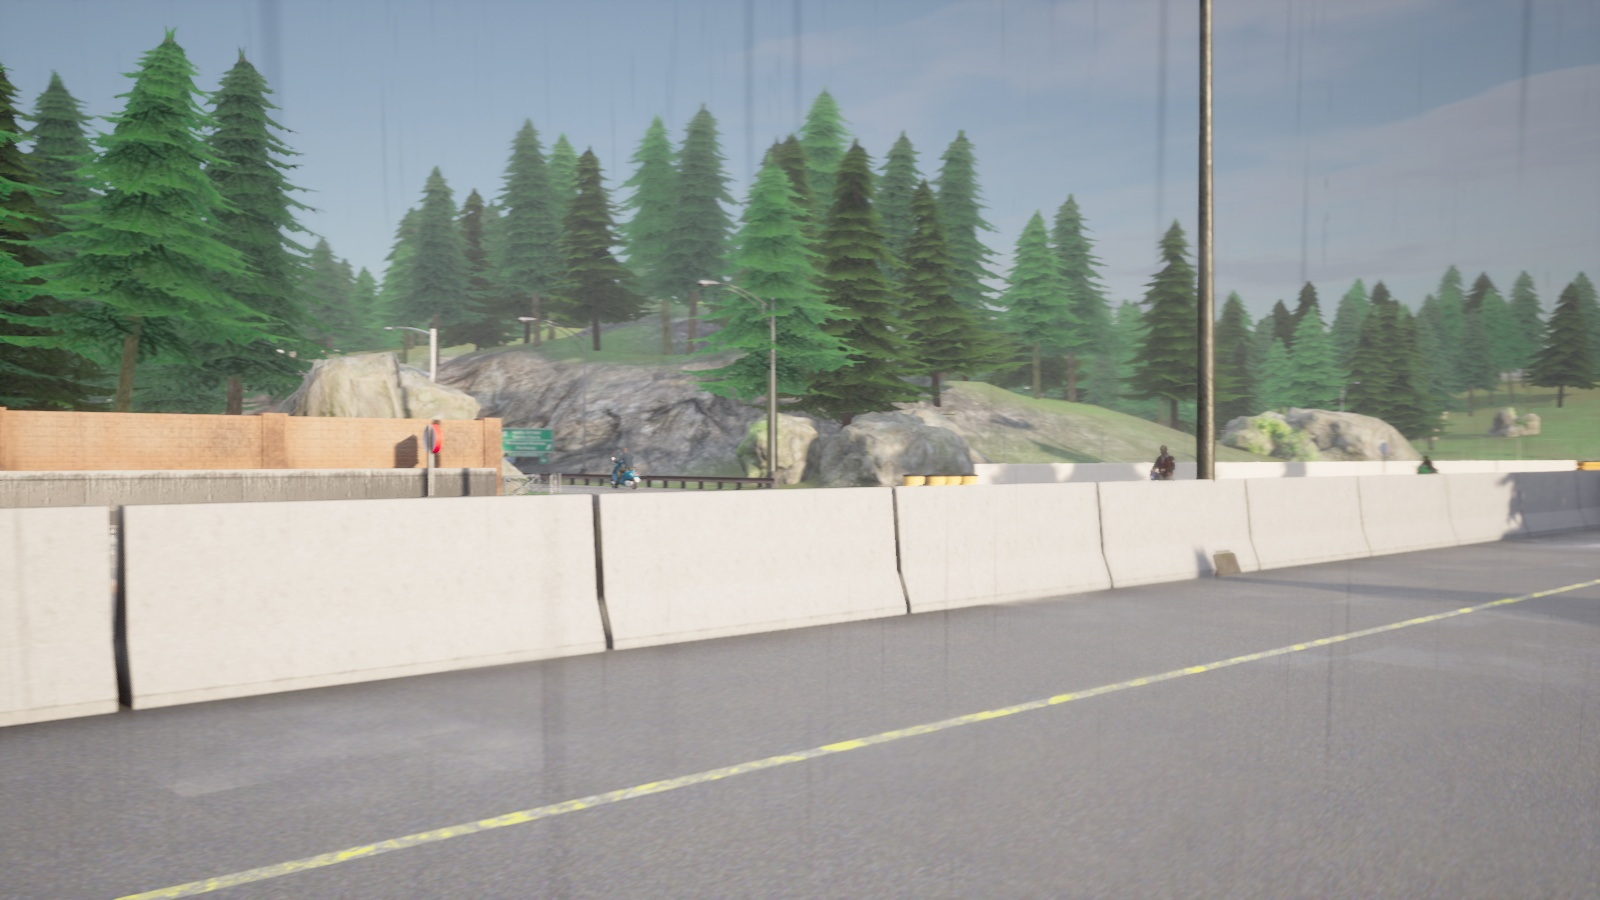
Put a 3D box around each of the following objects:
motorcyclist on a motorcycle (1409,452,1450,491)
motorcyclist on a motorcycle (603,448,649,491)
[{"bbox_3d":[25.472,0.860,50.769,2.044,1.523,0.797,0,0,-42],"label":"motorcyclist on a motorcycle"},{"bbox_3d":[-6.586,0.735,47.529,0.866,1.590,1.817,0,0,-42],"label":"motorcyclist on a motorcycle"}]
